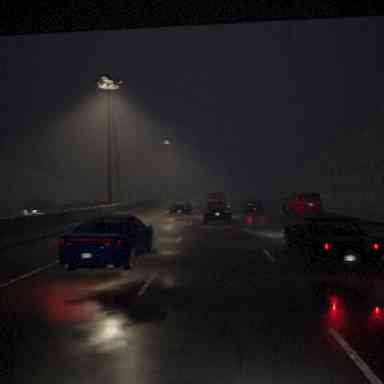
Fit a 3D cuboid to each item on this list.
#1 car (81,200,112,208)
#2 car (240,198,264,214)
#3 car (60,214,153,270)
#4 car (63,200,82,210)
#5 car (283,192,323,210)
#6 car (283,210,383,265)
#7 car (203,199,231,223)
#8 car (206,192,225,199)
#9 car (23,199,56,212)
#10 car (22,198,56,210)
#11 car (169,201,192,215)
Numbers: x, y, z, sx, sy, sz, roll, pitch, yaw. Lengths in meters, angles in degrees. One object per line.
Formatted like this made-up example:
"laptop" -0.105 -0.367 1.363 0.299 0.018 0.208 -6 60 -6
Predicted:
"car" -11.291 1.627 40.349 1.895 1.301 4.718 -1 0 4
"car" 5.929 1.326 32.945 2.128 1.511 4.902 -1 0 4
"car" -2.551 1.478 11.047 1.882 1.535 5.008 -1 0 4
"car" -14.647 1.662 42.458 1.895 1.301 4.718 -1 0 4
"car" 9.073 1.032 27.549 2.150 2.045 5.566 -1 0 4
"car" 4.486 1.513 11.338 1.895 1.301 4.718 -1 0 4
"car" 1.869 1.472 24.678 1.994 1.385 4.181 -1 0 4
"car" 2.993 1.068 41.559 2.150 2.045 5.566 -1 0 4
"car" -18.293 1.637 40.540 1.812 1.442 4.674 -1 0 4
"car" -21.356 1.680 46.646 2.033 1.411 5.357 -1 0 4
"car" -1.053 1.520 33.432 1.895 1.301 4.718 -1 0 4
